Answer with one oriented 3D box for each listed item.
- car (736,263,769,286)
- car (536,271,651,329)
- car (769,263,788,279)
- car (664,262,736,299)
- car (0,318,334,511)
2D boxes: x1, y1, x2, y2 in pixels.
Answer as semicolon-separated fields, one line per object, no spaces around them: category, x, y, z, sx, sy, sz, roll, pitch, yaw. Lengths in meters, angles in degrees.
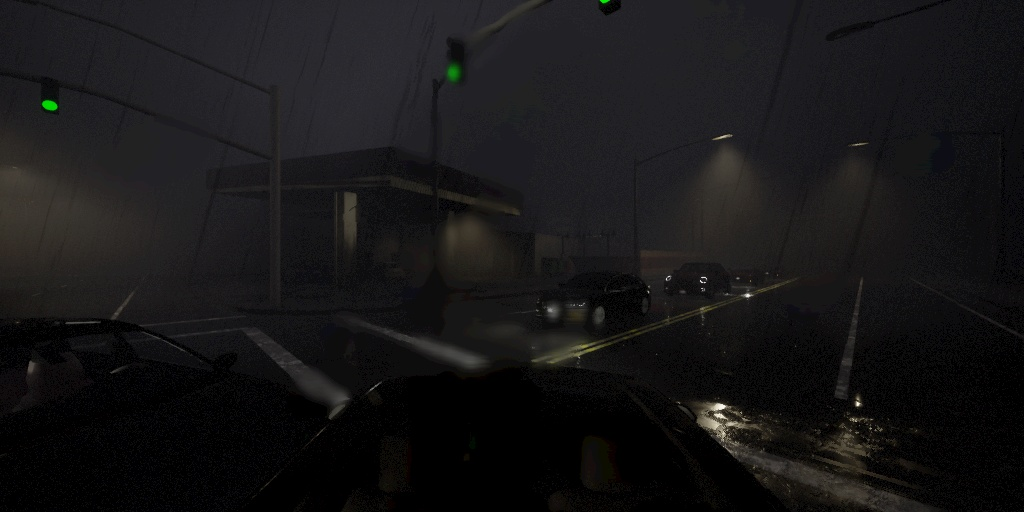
car;16.446;1.314;25.365;1.994;1.385;4.181;0;0;44
car;2.790;1.255;11.500;1.837;1.490;4.892;0;0;44
car;23.524;1.314;32.475;4.181;1.385;1.994;0;0;-45
car;9.575;1.102;18.400;2.097;1.767;4.553;0;0;45
car;-3.440;1.242;2.432;4.902;1.511;2.128;0;0;14
